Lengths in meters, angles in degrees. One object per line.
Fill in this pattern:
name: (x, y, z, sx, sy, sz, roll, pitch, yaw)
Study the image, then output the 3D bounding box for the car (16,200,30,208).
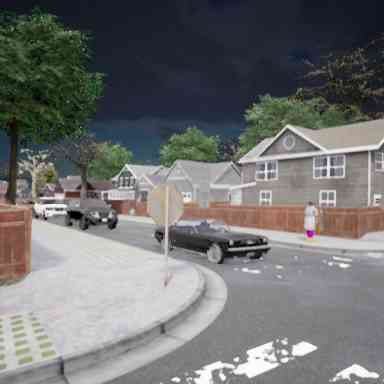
car: (-19.603, 1.764, 39.731, 2.097, 1.767, 4.553, 2, -2, -38)

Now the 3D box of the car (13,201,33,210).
car: (-27.376, 2.143, 53.885, 1.812, 1.442, 4.674, 2, -2, -40)

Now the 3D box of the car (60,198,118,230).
car: (-6.982, 1.421, 22.752, 2.150, 2.045, 5.566, 2, -2, -35)

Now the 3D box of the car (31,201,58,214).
car: (-19.925, 2.021, 44.783, 2.128, 1.511, 4.902, 2, -2, -39)

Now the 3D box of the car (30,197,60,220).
car: (-13.282, 1.537, 31.389, 2.150, 2.045, 5.566, 2, -2, -37)

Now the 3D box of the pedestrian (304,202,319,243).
pedestrian: (5.416, 1.344, 15.278, 0.375, 1.860, 0.375, 1, -1, -35)

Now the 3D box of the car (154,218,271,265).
car: (0.540, 1.636, 12.020, 1.895, 1.301, 4.718, 2, -2, -35)
